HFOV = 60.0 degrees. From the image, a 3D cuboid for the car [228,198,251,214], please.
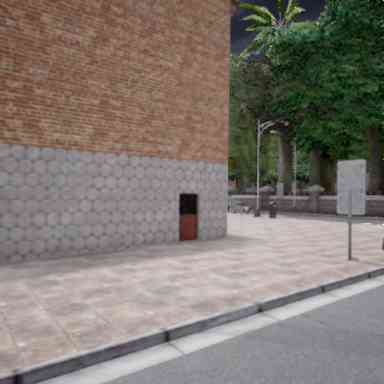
[{"bbox_3d":[3.544,1.349,32.158,2.128,1.511,4.902,1,-1,-36],"label":"car"}]
